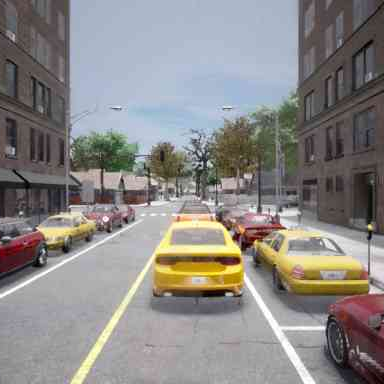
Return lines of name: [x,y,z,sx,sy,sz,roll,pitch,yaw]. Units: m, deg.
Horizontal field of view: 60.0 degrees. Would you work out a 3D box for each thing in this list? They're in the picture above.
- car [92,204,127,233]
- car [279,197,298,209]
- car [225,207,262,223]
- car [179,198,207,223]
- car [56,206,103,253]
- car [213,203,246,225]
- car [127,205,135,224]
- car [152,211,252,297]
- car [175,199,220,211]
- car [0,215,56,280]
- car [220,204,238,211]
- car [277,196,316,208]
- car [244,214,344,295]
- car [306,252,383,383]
car: [-5.327,1.448,19.456,1.967,1.590,4.097,0,0,0]
car: [14.399,1.456,44.627,4.674,1.442,1.812,0,0,2]
car: [2.680,1.550,13.914,1.887,1.381,4.507,0,0,0]
car: [0.085,1.365,26.636,2.097,1.767,4.553,0,0,0]
car: [-5.346,1.530,13.767,1.752,1.417,4.829,0,0,0]
car: [2.716,1.577,24.950,1.947,1.339,4.313,0,0,0]
car: [-5.310,1.593,24.975,1.802,1.307,4.206,0,0,0]
car: [0.129,1.480,8.612,1.882,1.535,5.008,0,0,0]
car: [0.156,1.359,17.794,2.097,1.767,4.553,0,0,0]
car: [-5.363,1.442,8.418,1.967,1.590,4.097,0,0,0]
car: [2.698,1.590,19.432,1.802,1.307,4.206,0,0,0]
car: [14.985,1.419,47.885,4.902,1.511,2.128,0,0,0]
car: [2.663,1.528,8.566,1.752,1.417,4.829,0,0,0]
car: [2.644,1.582,2.877,1.802,1.307,4.206,0,0,0]
